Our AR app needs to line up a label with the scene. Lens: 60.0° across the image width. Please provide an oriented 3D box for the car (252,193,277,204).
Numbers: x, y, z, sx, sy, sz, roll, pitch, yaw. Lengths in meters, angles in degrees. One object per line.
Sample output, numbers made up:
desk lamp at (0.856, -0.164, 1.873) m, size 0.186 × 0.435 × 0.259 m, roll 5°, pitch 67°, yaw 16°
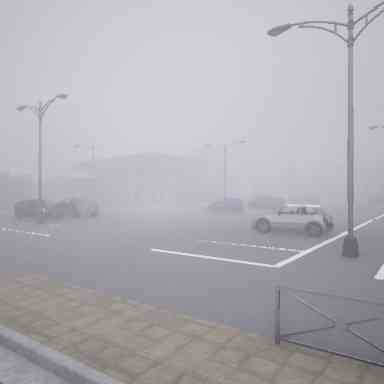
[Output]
car at (12.624, 1.075, 58.019) m, size 3.866 × 1.878 × 1.905 m, roll 0°, pitch 0°, yaw 36°

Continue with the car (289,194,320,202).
car at (17.049, 1.095, 50.731) m, size 4.605 × 1.855 × 1.932 m, roll 0°, pitch 0°, yaw 36°

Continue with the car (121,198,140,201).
car at (-14.539, 1.479, 78.478) m, size 2.242 × 1.667 × 4.611 m, roll 0°, pitch 0°, yaw 36°

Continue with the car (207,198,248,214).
car at (3.224, 1.317, 33.027) m, size 3.633 × 1.501 × 1.845 m, roll 0°, pitch 0°, yaw 36°

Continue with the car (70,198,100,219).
car at (-9.953, 1.328, 27.969) m, size 5.027 × 1.636 × 2.152 m, roll 0°, pitch 0°, yaw 36°

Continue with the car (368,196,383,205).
car at (29.228, 1.296, 50.448) m, size 4.514 × 1.523 × 2.007 m, roll 0°, pitch 0°, yaw 36°

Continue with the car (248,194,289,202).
car at (9.141, 1.296, 41.080) m, size 4.514 × 1.523 × 2.007 m, roll 0°, pitch 0°, yaw 36°

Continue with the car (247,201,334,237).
car at (5.048, 1.381, 16.862) m, size 3.806 × 1.475 × 1.970 m, roll 0°, pitch 0°, yaw 36°

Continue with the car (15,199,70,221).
car at (-11.758, 1.337, 25.403) m, size 4.514 × 1.523 × 2.007 m, roll 0°, pitch 0°, yaw 36°
